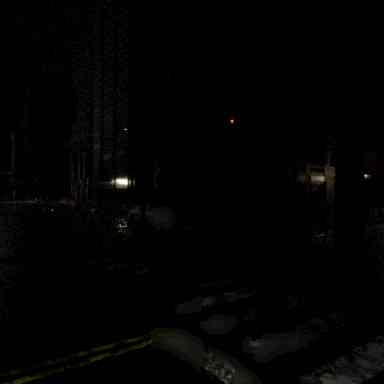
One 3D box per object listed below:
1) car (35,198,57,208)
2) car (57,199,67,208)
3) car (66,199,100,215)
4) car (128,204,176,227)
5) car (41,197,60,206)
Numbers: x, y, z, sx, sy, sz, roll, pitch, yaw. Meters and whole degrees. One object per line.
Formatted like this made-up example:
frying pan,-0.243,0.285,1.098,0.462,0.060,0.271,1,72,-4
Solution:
car,-23.176,1.840,52.237,1.895,1.301,4.718,1,-1,-35
car,-20.760,1.791,54.206,1.812,1.442,4.674,1,-1,-35
car,-11.381,1.637,35.460,2.128,1.511,4.902,1,-1,-35
car,-2.962,1.604,23.608,1.812,1.442,4.674,1,0,-36
car,-26.556,1.803,62.378,2.128,1.511,4.902,1,-1,-36
